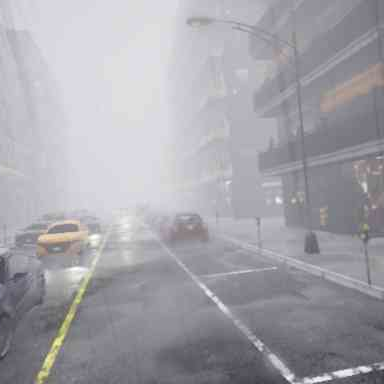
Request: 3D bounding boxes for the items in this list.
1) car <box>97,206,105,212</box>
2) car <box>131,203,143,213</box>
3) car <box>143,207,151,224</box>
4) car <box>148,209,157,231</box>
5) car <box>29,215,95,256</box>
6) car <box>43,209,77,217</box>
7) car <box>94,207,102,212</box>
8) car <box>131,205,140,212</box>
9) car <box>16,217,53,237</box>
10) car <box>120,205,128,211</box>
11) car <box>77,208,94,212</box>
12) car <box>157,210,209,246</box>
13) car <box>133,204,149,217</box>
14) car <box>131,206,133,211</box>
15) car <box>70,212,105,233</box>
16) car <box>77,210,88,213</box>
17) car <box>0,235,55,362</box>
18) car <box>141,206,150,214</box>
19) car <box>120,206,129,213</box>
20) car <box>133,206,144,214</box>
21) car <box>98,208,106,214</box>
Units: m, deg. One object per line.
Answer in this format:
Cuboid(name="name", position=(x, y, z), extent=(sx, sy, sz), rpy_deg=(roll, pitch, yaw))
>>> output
Cuboid(name="car", position=(-21.193, 4.193, 75.665), extent=(2.192, 1.841, 5.009), rpy_deg=(-3, -1, -12))
Cuboid(name="car", position=(-11.865, 3.471, 71.913), extent=(2.192, 1.841, 5.009), rpy_deg=(-3, -1, -12))
Cuboid(name="car", position=(-2.738, 2.240, 28.333), extent=(2.008, 1.369, 4.403), rpy_deg=(-3, -1, -12))
Cuboid(name="car", position=(-1.600, 2.058, 22.886), extent=(2.008, 1.369, 4.403), rpy_deg=(-3, -1, -12))
Cuboid(name="car", position=(-6.130, 2.175, 16.255), extent=(1.882, 1.535, 5.008), rpy_deg=(-4, -1, -12))
Cuboid(name="car", position=(-10.941, 2.542, 26.642), extent=(2.192, 1.841, 5.009), rpy_deg=(-3, -1, -12))
Cuboid(name="car", position=(-17.762, 3.892, 59.319), extent=(1.947, 1.339, 4.313), rpy_deg=(-3, -1, -12))
Cuboid(name="car", position=(-14.129, 4.091, 82.803), extent=(1.947, 1.339, 4.313), rpy_deg=(-3, -1, -12))
Cuboid(name="car", position=(-9.789, 2.589, 21.190), extent=(1.887, 1.381, 4.507), rpy_deg=(-3, -1, -12))
Cuboid(name="car", position=(-18.566, 4.419, 90.820), extent=(2.033, 1.411, 5.357), rpy_deg=(-4, -1, -12))
Cuboid(name="car", position=(-14.359, 3.091, 42.983), extent=(2.192, 1.841, 5.009), rpy_deg=(-3, -1, -12))
Cuboid(name="car", position=(-0.467, 1.766, 17.441), extent=(1.967, 1.590, 4.097), rpy_deg=(-3, -1, -12))
Cuboid(name="car", position=(-7.308, 2.736, 50.126), extent=(2.192, 1.841, 5.009), rpy_deg=(-3, -1, -12))
Cuboid(name="car", position=(-9.573, 3.339, 61.015), extent=(2.008, 1.369, 4.403), rpy_deg=(-3, -1, -12))
Cuboid(name="car", position=(-8.308, 2.611, 26.745), extent=(1.994, 1.385, 4.181), rpy_deg=(-4, -1, -12))
Cuboid(name="car", position=(-13.173, 3.112, 37.365), extent=(1.752, 1.417, 4.829), rpy_deg=(-3, -1, -12))
Cuboid(name="car", position=(-4.044, 1.890, 6.275), extent=(1.812, 1.442, 4.674), rpy_deg=(-4, -1, -14))
Cuboid(name="car", position=(-3.914, 2.403, 33.947), extent=(1.752, 1.417, 4.829), rpy_deg=(-3, -1, -12))
Cuboid(name="car", position=(-16.477, 4.174, 80.858), extent=(2.128, 1.511, 4.902), rpy_deg=(-4, -1, -12))
Cuboid(name="car", position=(-10.712, 3.517, 66.462), extent=(1.887, 1.381, 4.507), rpy_deg=(-3, -1, -12))
Cuboid(name="car", position=(-23.456, 4.829, 86.553), extent=(1.802, 1.307, 4.206), rpy_deg=(-3, -1, -12))
